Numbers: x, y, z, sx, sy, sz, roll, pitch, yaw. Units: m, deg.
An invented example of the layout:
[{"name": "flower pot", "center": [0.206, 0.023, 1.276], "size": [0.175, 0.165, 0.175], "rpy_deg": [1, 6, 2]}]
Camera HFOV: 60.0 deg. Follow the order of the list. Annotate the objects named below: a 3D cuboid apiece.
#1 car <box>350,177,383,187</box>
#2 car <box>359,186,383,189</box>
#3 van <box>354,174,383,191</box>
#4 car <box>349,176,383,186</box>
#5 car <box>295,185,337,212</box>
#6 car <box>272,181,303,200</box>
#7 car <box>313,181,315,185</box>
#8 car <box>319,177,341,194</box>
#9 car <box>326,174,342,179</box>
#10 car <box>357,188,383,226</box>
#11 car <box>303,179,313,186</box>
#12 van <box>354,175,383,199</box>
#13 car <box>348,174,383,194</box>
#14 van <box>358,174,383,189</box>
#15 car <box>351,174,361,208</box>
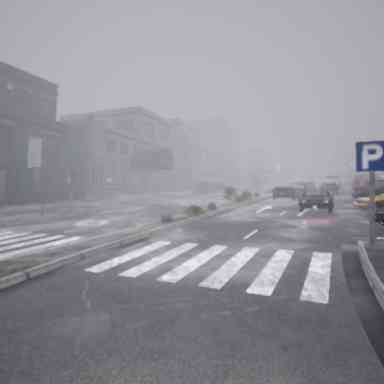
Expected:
[{"name": "car", "center": [27.509, -1.559, 51.791], "size": [4.792, 1.488, 2.163], "rpy_deg": [0, 3, 5]}, {"name": "car", "center": [10.904, 0.623, 15.891], "size": [4.674, 1.452, 2.002], "rpy_deg": [0, 4, 5]}, {"name": "van", "center": [22.490, -1.146, 40.722], "size": [4.442, 1.987, 1.878], "rpy_deg": [0, 3, 5]}, {"name": "car", "center": [30.006, -1.918, 57.329], "size": [4.892, 1.521, 2.231], "rpy_deg": [0, 3, 5]}, {"name": "car", "center": [8.116, 0.470, 21.506], "size": [1.895, 1.301, 4.718], "rpy_deg": [0, 3, 25]}, {"name": "car", "center": [8.699, -0.128, 30.562], "size": [1.882, 1.535, 5.008], "rpy_deg": [0, 3, 25]}, {"name": "car", "center": [16.938, -1.171, 48.652], "size": [1.812, 1.442, 4.674], "rpy_deg": [0, 3, 25]}, {"name": "car", "center": [15.336, -0.575, 37.191], "size": [1.837, 1.490, 4.892], "rpy_deg": [0, 3, 25]}, {"name": "car", "center": [20.822, -1.578, 49.102], "size": [2.150, 2.045, 5.566], "rpy_deg": [0, 3, 25]}, {"name": "car", "center": [9.621, 0.751, 13.135], "size": [4.892, 1.521, 2.231], "rpy_deg": [0, 3, 5]}, {"name": "car", "center": [12.877, -0.617, 39.843], "size": [2.033, 1.411, 5.357], "rpy_deg": [0, 3, 25]}, {"name": "van", "center": [17.158, -0.477, 29.688], "size": [4.442, 1.987, 1.878], "rpy_deg": [0, 4, 5]}, {"name": "car", "center": [19.853, -0.837, 35.205], "size": [5.566, 2.045, 2.435], "rpy_deg": [0, 3, 5]}, {"name": "van", "center": [13.567, 0.023, 21.392], "size": [4.442, 1.987, 1.878], "rpy_deg": [0, 3, 5]}, {"name": "car", "center": [14.696, -0.168, 24.155], "size": [5.566, 2.045, 2.435], "rpy_deg": [0, 4, 5]}]
